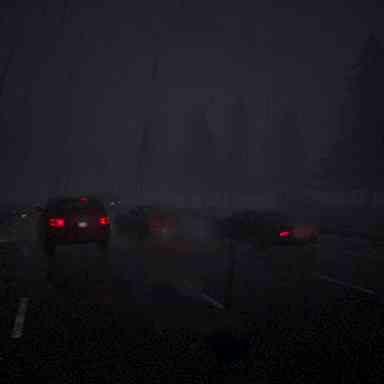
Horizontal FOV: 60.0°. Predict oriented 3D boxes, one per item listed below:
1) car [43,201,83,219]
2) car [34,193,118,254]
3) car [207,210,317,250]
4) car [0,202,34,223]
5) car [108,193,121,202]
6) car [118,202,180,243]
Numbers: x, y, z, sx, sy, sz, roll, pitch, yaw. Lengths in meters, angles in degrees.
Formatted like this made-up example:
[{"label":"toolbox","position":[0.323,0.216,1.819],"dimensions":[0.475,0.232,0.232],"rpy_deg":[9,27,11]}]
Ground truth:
[{"label":"car","position":[-11.372,1.491,29.098],"dimensions":[1.895,1.301,4.718],"rpy_deg":[0,0,-40]},{"label":"car","position":[-4.975,1.170,13.589],"dimensions":[2.150,2.045,5.566],"rpy_deg":[0,0,-29]},{"label":"car","position":[2.661,1.488,14.080],"dimensions":[2.033,1.411,5.357],"rpy_deg":[0,0,-27]},{"label":"car","position":[-14.232,1.501,27.069],"dimensions":[1.895,1.301,4.718],"rpy_deg":[0,0,-40]},{"label":"car","position":[-8.694,1.103,31.359],"dimensions":[2.150,2.045,5.566],"rpy_deg":[0,1,-39]},{"label":"car","position":[-2.293,1.429,15.877],"dimensions":[2.128,1.511,4.902],"rpy_deg":[0,0,-30]}]
